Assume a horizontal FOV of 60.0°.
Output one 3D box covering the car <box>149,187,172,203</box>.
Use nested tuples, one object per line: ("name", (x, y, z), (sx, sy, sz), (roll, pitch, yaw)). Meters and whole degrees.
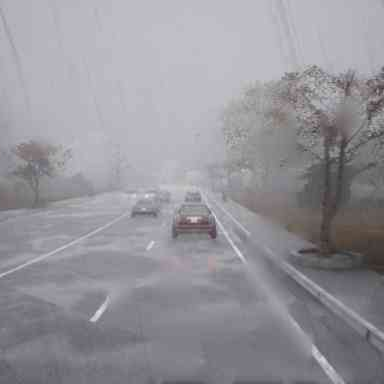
("car", (-3.448, 0.510, 39.217), (2.033, 1.411, 5.357), (0, 3, 1))

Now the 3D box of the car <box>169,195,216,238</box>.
("car", (0.103, 1.281, 17.558), (2.097, 1.767, 4.553), (0, 2, 0))

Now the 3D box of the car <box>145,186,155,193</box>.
("car", (-7.039, -0.352, 58.279), (1.994, 1.385, 4.181), (0, 3, 1))

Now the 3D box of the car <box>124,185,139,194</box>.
("car", (-10.534, -0.409, 58.241), (1.837, 1.490, 4.892), (0, 3, 1))

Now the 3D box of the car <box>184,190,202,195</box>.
("car", (0.106, 0.470, 38.863), (2.128, 1.511, 4.902), (0, 3, 0))

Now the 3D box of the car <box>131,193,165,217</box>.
("car", (-3.482, 1.128, 26.157), (1.994, 1.385, 4.181), (0, 3, 0))
